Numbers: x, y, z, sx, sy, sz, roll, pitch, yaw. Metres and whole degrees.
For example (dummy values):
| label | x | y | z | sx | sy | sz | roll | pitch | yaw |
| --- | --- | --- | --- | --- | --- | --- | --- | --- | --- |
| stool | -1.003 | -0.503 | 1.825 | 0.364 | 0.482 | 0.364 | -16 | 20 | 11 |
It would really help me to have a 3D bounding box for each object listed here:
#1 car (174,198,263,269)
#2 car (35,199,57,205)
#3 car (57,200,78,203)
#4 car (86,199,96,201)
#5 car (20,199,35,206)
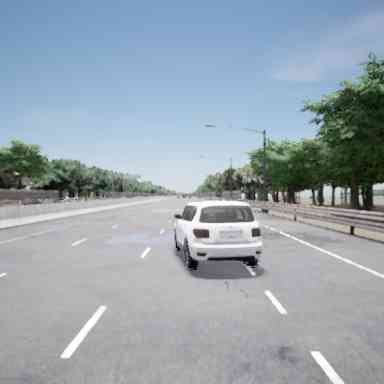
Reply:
| label | x | y | z | sx | sy | sz | roll | pitch | yaw |
| --- | --- | --- | --- | --- | --- | --- | --- | --- | --- |
| car | 0.667 | 1.337 | 11.685 | 2.150 | 2.045 | 5.566 | 0 | -1 | -9 |
| car | -24.805 | 1.970 | 58.415 | 2.033 | 1.411 | 5.357 | 0 | 0 | 0 |
| car | -21.317 | 2.024 | 58.448 | 1.895 | 1.301 | 4.718 | 0 | 0 | 0 |
| car | -17.829 | 1.988 | 58.540 | 1.994 | 1.385 | 4.181 | 0 | 0 | 0 |
| car | -28.306 | 1.926 | 58.368 | 1.837 | 1.490 | 4.892 | 0 | 0 | 0 |
